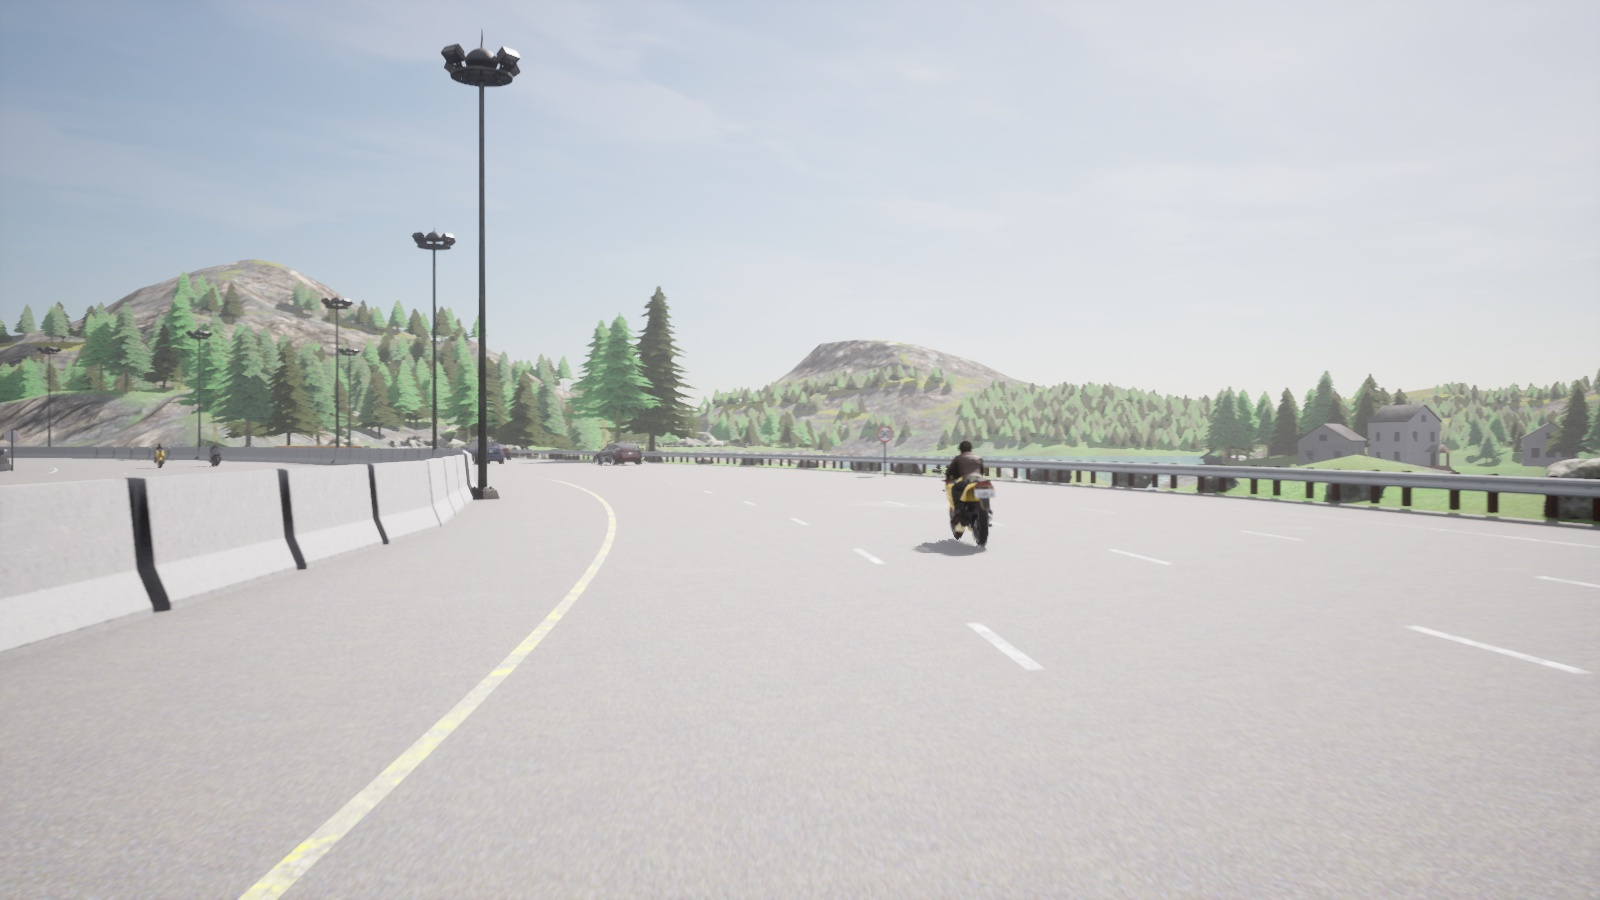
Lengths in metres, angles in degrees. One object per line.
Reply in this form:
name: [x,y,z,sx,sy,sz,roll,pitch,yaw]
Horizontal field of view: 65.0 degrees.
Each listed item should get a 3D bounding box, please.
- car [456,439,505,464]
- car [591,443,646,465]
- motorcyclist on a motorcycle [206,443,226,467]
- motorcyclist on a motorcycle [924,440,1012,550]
car: [-22.969,0.085,90.148,2.097,1.767,4.553,0,0,-32]
car: [-12.531,0.253,86.406,2.163,1.488,4.792,0,0,-30]
motorcyclist on a motorcycle: [-37.257,0.311,80.108,0.866,1.530,2.191,-1,1,-32]
motorcyclist on a motorcycle: [2.464,0.625,18.623,0.797,1.523,2.044,-1,0,-7]
